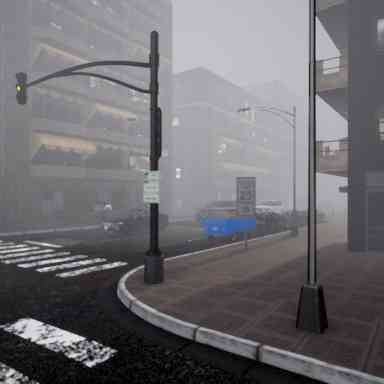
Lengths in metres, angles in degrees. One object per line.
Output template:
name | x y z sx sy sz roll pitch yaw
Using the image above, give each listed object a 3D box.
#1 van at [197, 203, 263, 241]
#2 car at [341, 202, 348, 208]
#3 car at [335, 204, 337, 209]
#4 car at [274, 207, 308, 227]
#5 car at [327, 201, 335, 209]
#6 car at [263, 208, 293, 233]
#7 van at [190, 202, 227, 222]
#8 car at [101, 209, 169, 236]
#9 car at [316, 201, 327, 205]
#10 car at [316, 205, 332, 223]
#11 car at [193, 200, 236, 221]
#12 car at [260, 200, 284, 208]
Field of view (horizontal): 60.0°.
van | 2.254 1.703 18.769 1.690 1.788 3.998 -1 -2 35
car | 40.130 3.374 86.722 1.752 1.417 4.829 -1 -2 35
car | 30.596 3.062 73.315 1.887 1.381 4.507 -1 -2 35
car | 8.536 2.157 27.890 1.802 1.307 4.206 -1 -2 35
car | 27.384 2.727 68.806 2.192 1.841 5.009 -1 -2 35
car | 5.327 2.034 23.377 1.947 1.339 4.313 -1 -2 35
van | 1.703 1.901 32.691 1.690 1.788 3.998 -1 -2 35
car | -3.467 1.813 20.922 2.128 1.511 4.902 0 -1 35
car | 24.175 2.888 64.285 1.802 1.307 4.206 -1 -2 35
car | 11.747 2.232 32.406 2.008 1.369 4.403 -1 -2 35
car | 2.670 1.747 29.534 2.150 2.045 5.566 0 -1 37
car | 8.865 1.953 38.237 2.150 2.045 5.566 0 -1 36
